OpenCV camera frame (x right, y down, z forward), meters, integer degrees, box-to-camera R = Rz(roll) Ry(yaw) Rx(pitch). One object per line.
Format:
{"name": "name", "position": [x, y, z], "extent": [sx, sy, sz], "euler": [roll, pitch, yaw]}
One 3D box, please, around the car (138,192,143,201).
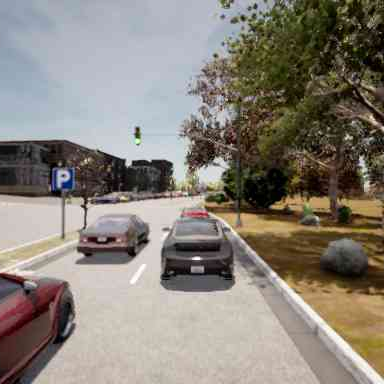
{"name": "car", "position": [-13.054, 1.201, 67.836], "extent": [4.892, 1.521, 2.231], "euler": [-1, 0, -14]}

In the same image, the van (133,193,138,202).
{"name": "van", "position": [-13.280, 0.977, 64.864], "extent": [4.442, 1.987, 1.878], "euler": [-1, 0, -14]}

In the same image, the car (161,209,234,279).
{"name": "car", "position": [0.146, 1.505, 10.008], "extent": [1.837, 1.490, 4.892], "euler": [0, 0, 0]}

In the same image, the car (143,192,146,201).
{"name": "car", "position": [-12.683, 1.234, 70.831], "extent": [4.674, 1.452, 2.002], "euler": [-1, 0, -13]}

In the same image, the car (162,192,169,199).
{"name": "car", "position": [-9.672, 1.154, 91.762], "extent": [5.008, 1.535, 2.097], "euler": [-1, 0, -11]}

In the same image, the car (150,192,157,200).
{"name": "car", "position": [-11.501, 1.217, 79.816], "extent": [4.674, 1.452, 2.002], "euler": [-1, 0, -12]}

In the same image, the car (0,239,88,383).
{"name": "car", "position": [-2.883, 1.564, 3.794], "extent": [1.994, 1.385, 4.181], "euler": [0, 0, 0]}

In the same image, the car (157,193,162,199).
{"name": "car", "position": [-11.053, 0.920, 82.821], "extent": [5.566, 2.045, 2.435], "euler": [-1, 0, -12]}

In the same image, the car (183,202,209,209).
{"name": "car", "position": [0.128, 1.596, 22.814], "extent": [1.895, 1.301, 4.718], "euler": [0, 0, -1]}

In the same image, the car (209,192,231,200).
{"name": "car", "position": [6.411, 0.996, 76.155], "extent": [4.553, 1.767, 2.185], "euler": [0, 0, -12]}

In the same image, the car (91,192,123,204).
{"name": "car", "position": [-14.479, 1.257, 55.880], "extent": [4.792, 1.488, 2.163], "euler": [-1, 0, -15]}

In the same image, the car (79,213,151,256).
{"name": "car", "position": [-2.829, 1.547, 13.028], "extent": [2.033, 1.411, 5.357], "euler": [0, 0, 1]}

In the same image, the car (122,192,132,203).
{"name": "car", "position": [-13.836, 1.210, 58.872], "extent": [5.366, 1.575, 1.946], "euler": [-1, 0, -15]}

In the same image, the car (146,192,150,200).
{"name": "car", "position": [-12.313, 1.229, 73.833], "extent": [4.674, 1.452, 2.002], "euler": [-1, 0, -13]}

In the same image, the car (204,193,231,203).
{"name": "car", "position": [4.629, 1.033, 61.454], "extent": [4.553, 1.767, 2.185], "euler": [1, 0, -14]}

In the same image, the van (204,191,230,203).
{"name": "van", "position": [4.247, 0.939, 58.484], "extent": [4.442, 1.987, 1.878], "euler": [1, 0, -14]}
